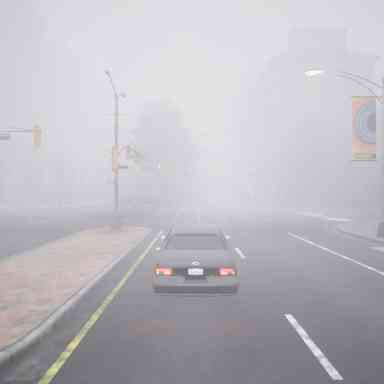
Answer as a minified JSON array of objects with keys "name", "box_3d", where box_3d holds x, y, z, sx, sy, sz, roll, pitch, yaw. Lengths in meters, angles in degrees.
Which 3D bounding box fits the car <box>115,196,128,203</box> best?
[{"name":"car","box_3d":[-14.657,1.595,69.419,1.895,1.301,4.718,0,0,0]}]

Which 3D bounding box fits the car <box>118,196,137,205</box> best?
[{"name":"car","box_3d":[-11.489,1.491,59.616,2.128,1.511,4.902,0,0,0]}]

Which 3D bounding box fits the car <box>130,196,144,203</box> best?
[{"name":"car","box_3d":[-11.407,1.525,69.537,2.128,1.511,4.902,0,0,0]}]

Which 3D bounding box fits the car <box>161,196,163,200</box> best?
[{"name":"car","box_3d":[-7.896,1.500,77.779,1.837,1.490,4.892,0,0,0]}]

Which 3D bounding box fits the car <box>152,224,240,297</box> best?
[{"name":"car","box_3d":[0.086,1.547,8.771,2.033,1.411,5.357,0,0,0]}]

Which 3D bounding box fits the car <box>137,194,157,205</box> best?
[{"name":"car","box_3d":[-7.994,1.564,58.932,1.994,1.385,4.181,0,0,1]}]

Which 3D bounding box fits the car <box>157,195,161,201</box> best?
[{"name":"car","box_3d":[-7.928,1.526,67.449,1.812,1.442,4.674,0,0,1]}]

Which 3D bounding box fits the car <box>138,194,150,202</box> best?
[{"name":"car","box_3d":[-11.394,1.355,79.549,2.097,1.767,4.553,0,0,0]}]
